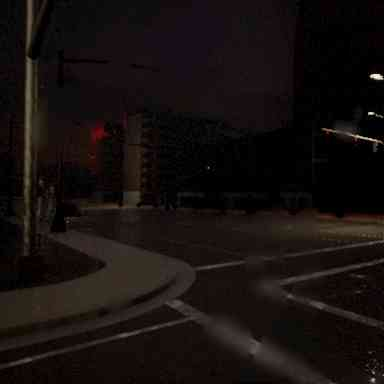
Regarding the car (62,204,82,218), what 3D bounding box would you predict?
[{"bbox_3d":[-13.947,2.119,37.696,1.837,1.490,4.892,1,0,-36],"label":"car"}]
